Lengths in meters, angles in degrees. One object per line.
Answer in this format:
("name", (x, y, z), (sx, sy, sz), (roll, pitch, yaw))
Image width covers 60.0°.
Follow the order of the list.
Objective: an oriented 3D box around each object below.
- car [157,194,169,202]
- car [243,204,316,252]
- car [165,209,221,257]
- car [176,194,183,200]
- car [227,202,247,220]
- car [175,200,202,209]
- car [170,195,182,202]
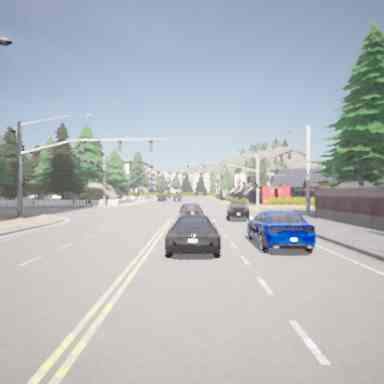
("car", (-6.991, 1.537, 77.967), (1.837, 1.490, 4.892), (0, 0, 0))
("car", (3.555, 1.484, 13.980), (1.882, 1.535, 5.008), (0, 0, 1))
("car", (0.048, 1.571, 12.963), (1.994, 1.385, 4.181), (0, 0, 0))
("car", (-3.490, 1.372, 93.694), (2.033, 1.411, 5.357), (0, 0, 0))
("car", (3.933, 1.537, 27.820), (1.812, 1.442, 4.674), (0, 0, 9))
("car", (-0.122, 1.560, 25.654), (2.033, 1.411, 5.357), (0, 0, -3))
("car", (-3.491, 1.562, 77.966), (2.128, 1.511, 4.902), (0, 0, 0))
